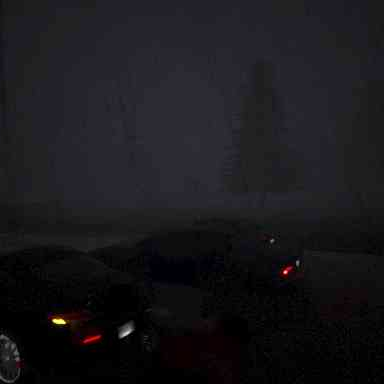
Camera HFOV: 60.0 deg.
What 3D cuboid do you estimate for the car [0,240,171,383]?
[{"bbox_3d":[-2.833,1.535,5.194,4.674,1.442,1.812,0,0,28],"label":"car"}]

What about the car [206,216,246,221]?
[{"bbox_3d":[0.776,1.530,11.426,4.181,1.385,1.994,0,0,29],"label":"car"}]

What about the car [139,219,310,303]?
[{"bbox_3d":[-0.036,1.528,8.027,5.357,1.411,2.033,0,0,29],"label":"car"}]
